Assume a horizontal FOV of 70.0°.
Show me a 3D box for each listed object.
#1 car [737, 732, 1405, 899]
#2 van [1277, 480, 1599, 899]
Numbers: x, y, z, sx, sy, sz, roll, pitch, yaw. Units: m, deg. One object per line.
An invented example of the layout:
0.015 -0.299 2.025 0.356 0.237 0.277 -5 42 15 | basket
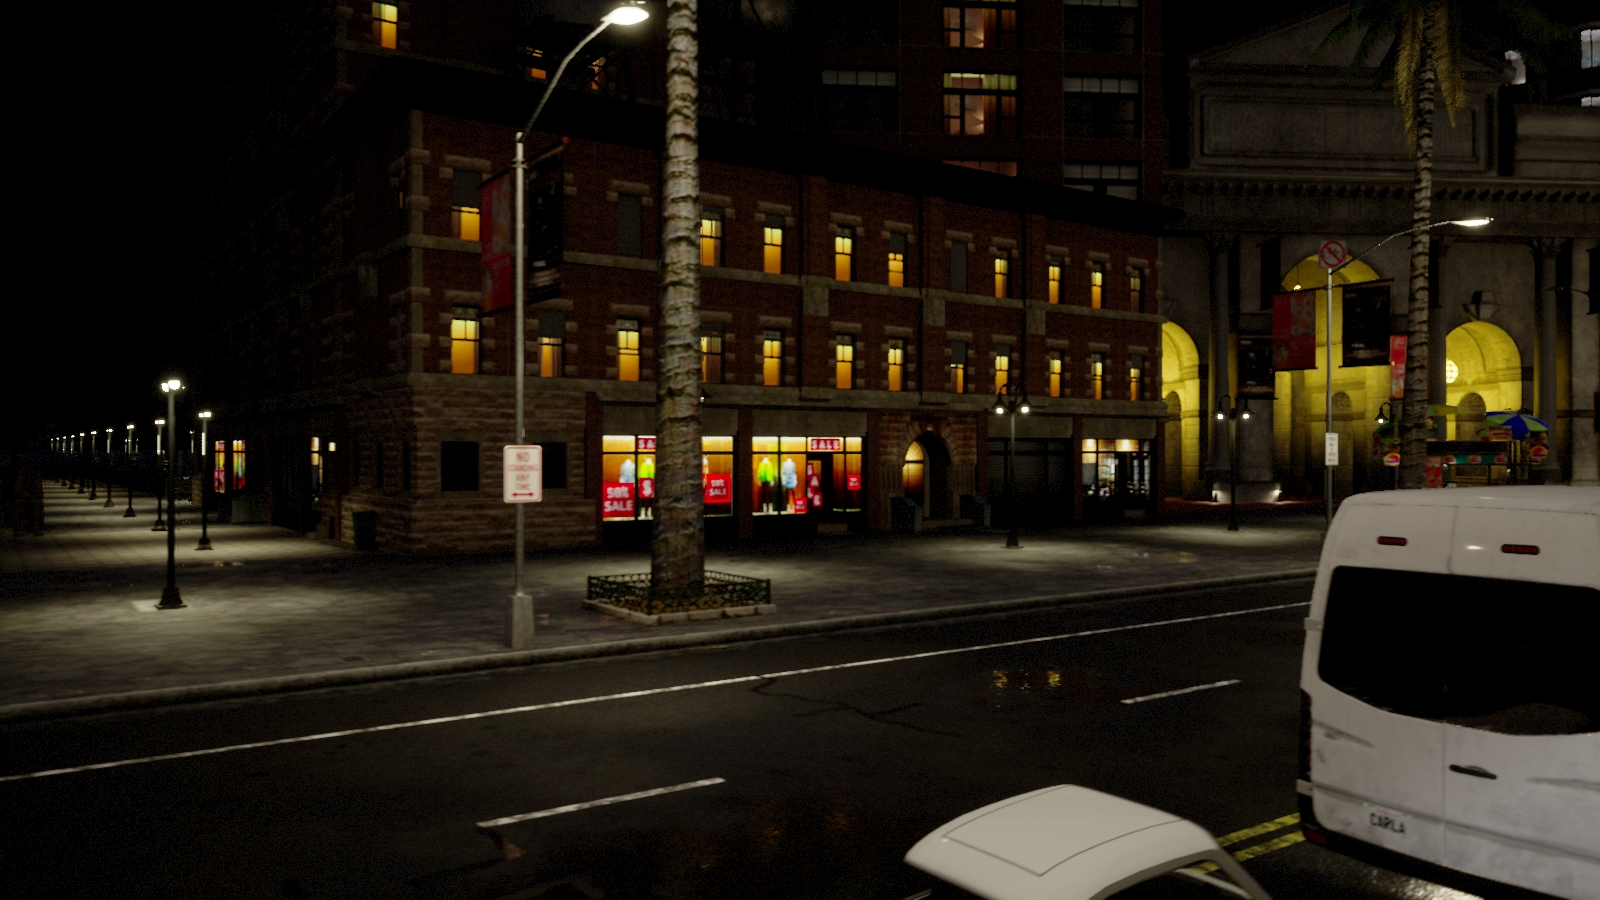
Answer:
1.084 2.120 4.526 2.207 1.376 1.481 0 0 -35 | car
5.980 1.534 7.999 5.915 2.561 1.988 0 0 -35 | van
